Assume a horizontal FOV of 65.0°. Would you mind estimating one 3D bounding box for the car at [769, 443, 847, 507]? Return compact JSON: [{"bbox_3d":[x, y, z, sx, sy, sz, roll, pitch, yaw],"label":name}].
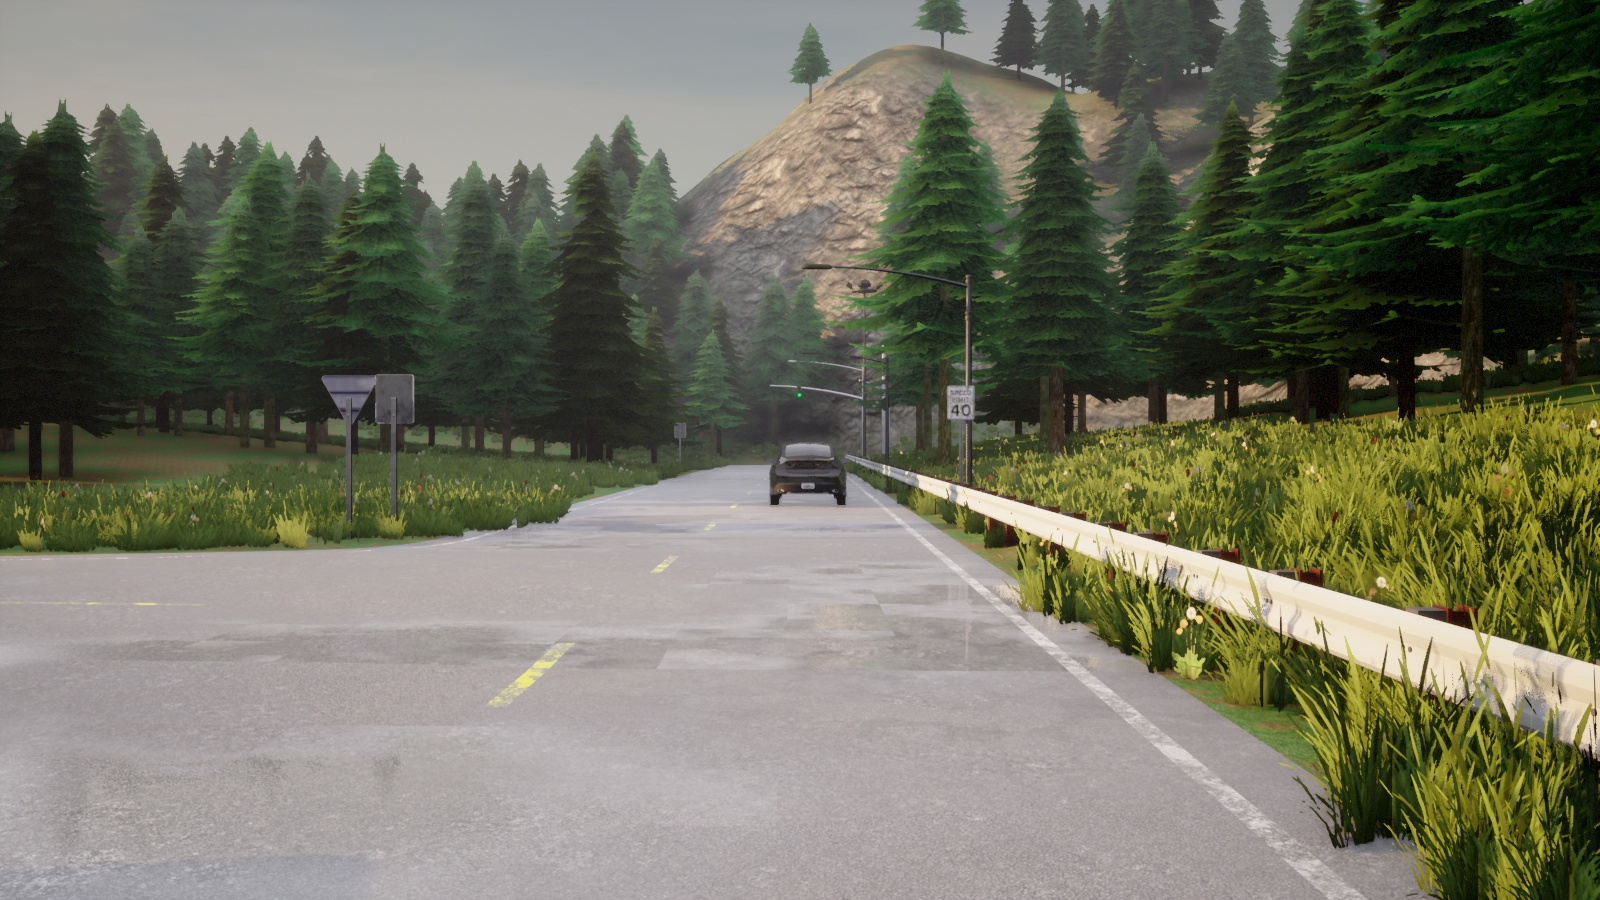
[{"bbox_3d":[0.200,0.572,31.854,1.837,1.490,4.892,0,0,0],"label":"car"}]
